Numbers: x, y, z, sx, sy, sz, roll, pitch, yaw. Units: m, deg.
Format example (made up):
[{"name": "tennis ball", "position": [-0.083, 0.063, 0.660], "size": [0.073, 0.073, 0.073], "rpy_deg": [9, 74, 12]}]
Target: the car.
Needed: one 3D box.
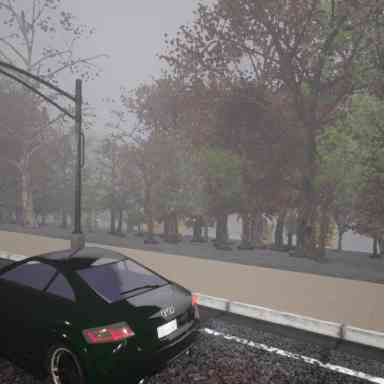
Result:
[{"name": "car", "position": [-1.915, 1.563, 5.055], "size": [4.181, 1.385, 1.994], "rpy_deg": [0, 0, 36]}]
